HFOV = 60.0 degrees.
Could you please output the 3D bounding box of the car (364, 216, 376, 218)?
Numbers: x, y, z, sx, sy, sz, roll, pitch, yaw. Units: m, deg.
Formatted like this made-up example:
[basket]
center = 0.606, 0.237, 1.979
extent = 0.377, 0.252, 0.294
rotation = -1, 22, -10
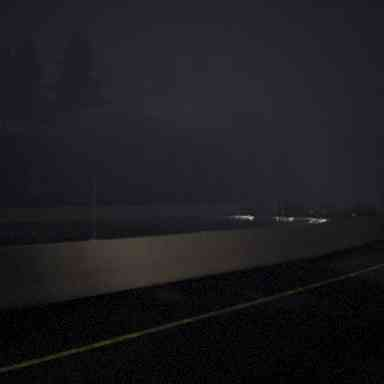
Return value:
[car]
center = 16.720, 1.929, 32.680
extent = 2.128, 1.511, 4.902
rotation = 0, -1, 44
